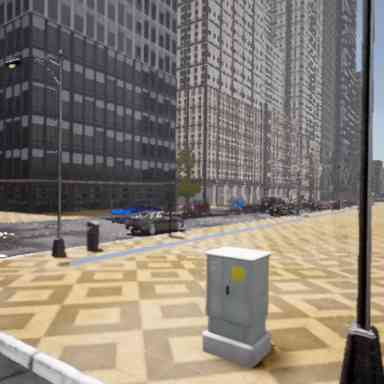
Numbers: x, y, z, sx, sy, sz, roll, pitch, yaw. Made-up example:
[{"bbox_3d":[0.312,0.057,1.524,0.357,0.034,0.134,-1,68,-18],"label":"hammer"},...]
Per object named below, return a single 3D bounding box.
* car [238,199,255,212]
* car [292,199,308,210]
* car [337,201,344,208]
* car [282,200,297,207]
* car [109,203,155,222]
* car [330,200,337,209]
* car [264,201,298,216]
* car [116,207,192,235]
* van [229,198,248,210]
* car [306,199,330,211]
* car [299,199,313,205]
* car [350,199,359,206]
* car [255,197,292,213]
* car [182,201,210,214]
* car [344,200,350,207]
[{"bbox_3d":[8.744,2.053,46.758,1.895,1.301,4.718,1,0,35],"label":"car"},{"bbox_3d":[17.883,2.108,54.576,2.128,1.511,4.902,1,0,35],"label":"car"},{"bbox_3d":[26.633,2.213,62.494,1.967,1.590,4.097,0,0,35],"label":"car"},{"bbox_3d":[19.750,2.216,67.274,1.802,1.307,4.206,0,0,35],"label":"car"},{"bbox_3d":[-4.601,1.697,27.643,1.882,1.535,5.008,1,0,35],"label":"car"},{"bbox_3d":[23.413,2.300,57.858,1.802,1.307,4.206,0,0,35],"label":"car"},{"bbox_3d":[10.542,2.062,39.319,1.947,1.339,4.313,0,0,35],"label":"car"},{"bbox_3d":[-2.223,1.824,20.708,2.008,1.369,4.403,0,0,35],"label":"car"},{"bbox_3d":[6.883,1.755,48.741,1.690,1.788,3.998,0,0,35],"label":"van"},{"bbox_3d":[20.196,2.229,53.223,1.947,1.339,4.313,0,0,35],"label":"car"},{"bbox_3d":[26.184,2.309,76.541,1.947,1.339,4.313,0,0,35],"label":"car"},{"bbox_3d":[36.286,2.503,76.398,1.947,1.339,4.313,0,0,35],"label":"car"},{"bbox_3d":[10.978,1.720,44.588,2.150,2.045,5.566,1,0,36],"label":"car"},{"bbox_3d":[0.448,1.742,39.473,1.967,1.590,4.097,0,0,35],"label":"car"},{"bbox_3d":[29.850,2.394,67.128,1.947,1.339,4.313,0,0,35],"label":"car"}]
